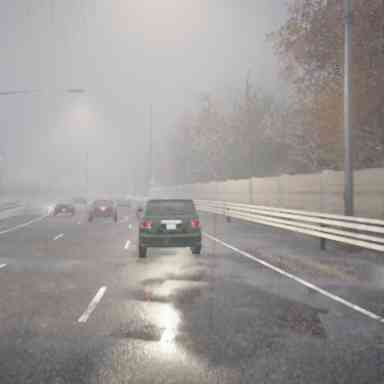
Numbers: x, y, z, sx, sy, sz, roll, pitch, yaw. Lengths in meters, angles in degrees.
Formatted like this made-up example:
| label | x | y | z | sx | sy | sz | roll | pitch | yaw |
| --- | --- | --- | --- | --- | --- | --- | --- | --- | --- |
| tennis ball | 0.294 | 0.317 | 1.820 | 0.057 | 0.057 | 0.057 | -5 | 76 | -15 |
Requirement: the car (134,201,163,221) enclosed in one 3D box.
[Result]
| label | x | y | z | sx | sy | sz | roll | pitch | yaw |
| --- | --- | --- | --- | --- | --- | --- | --- | --- | --- |
| car | -3.654 | 1.471 | 27.423 | 1.994 | 1.385 | 4.181 | 0 | 0 | -13 |

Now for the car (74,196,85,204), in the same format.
| label | x | y | z | sx | sy | sz | roll | pitch | yaw |
| --- | --- | --- | --- | --- | --- | --- | --- | --- | --- |
| car | -18.900 | 1.392 | 55.447 | 1.837 | 1.490 | 4.892 | -1 | 0 | -33 |

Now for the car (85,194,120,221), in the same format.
| label | x | y | z | sx | sy | sz | roll | pitch | yaw |
| --- | --- | --- | --- | --- | --- | --- | --- | --- | --- |
| car | -7.031 | 1.284 | 26.550 | 2.097 | 1.767 | 4.553 | 0 | 0 | -13 |

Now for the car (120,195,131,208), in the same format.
| label | x | y | z | sx | sy | sz | roll | pitch | yaw |
| --- | --- | --- | --- | --- | --- | --- | --- | --- | --- |
| car | -9.582 | 1.435 | 44.869 | 1.994 | 1.385 | 4.181 | 0 | 0 | -21 |

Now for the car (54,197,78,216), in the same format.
| label | x | y | z | sx | sy | sz | roll | pitch | yaw |
| --- | --- | --- | --- | --- | --- | --- | --- | --- | --- |
| car | -12.295 | 1.468 | 32.248 | 1.812 | 1.442 | 4.674 | 0 | 0 | -18 |

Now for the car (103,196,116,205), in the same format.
| label | x | y | z | sx | sy | sz | roll | pitch | yaw |
| --- | --- | --- | --- | --- | --- | --- | --- | --- | --- |
| car | -14.091 | 1.451 | 56.596 | 1.895 | 1.301 | 4.718 | 0 | 0 | -18 |

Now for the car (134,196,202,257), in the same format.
| label | x | y | z | sx | sy | sz | roll | pitch | yaw |
| --- | --- | --- | --- | --- | --- | --- | --- | --- | --- |
| car | -0.959 | 1.171 | 13.043 | 2.150 | 2.045 | 5.566 | 0 | 0 | -7 |
